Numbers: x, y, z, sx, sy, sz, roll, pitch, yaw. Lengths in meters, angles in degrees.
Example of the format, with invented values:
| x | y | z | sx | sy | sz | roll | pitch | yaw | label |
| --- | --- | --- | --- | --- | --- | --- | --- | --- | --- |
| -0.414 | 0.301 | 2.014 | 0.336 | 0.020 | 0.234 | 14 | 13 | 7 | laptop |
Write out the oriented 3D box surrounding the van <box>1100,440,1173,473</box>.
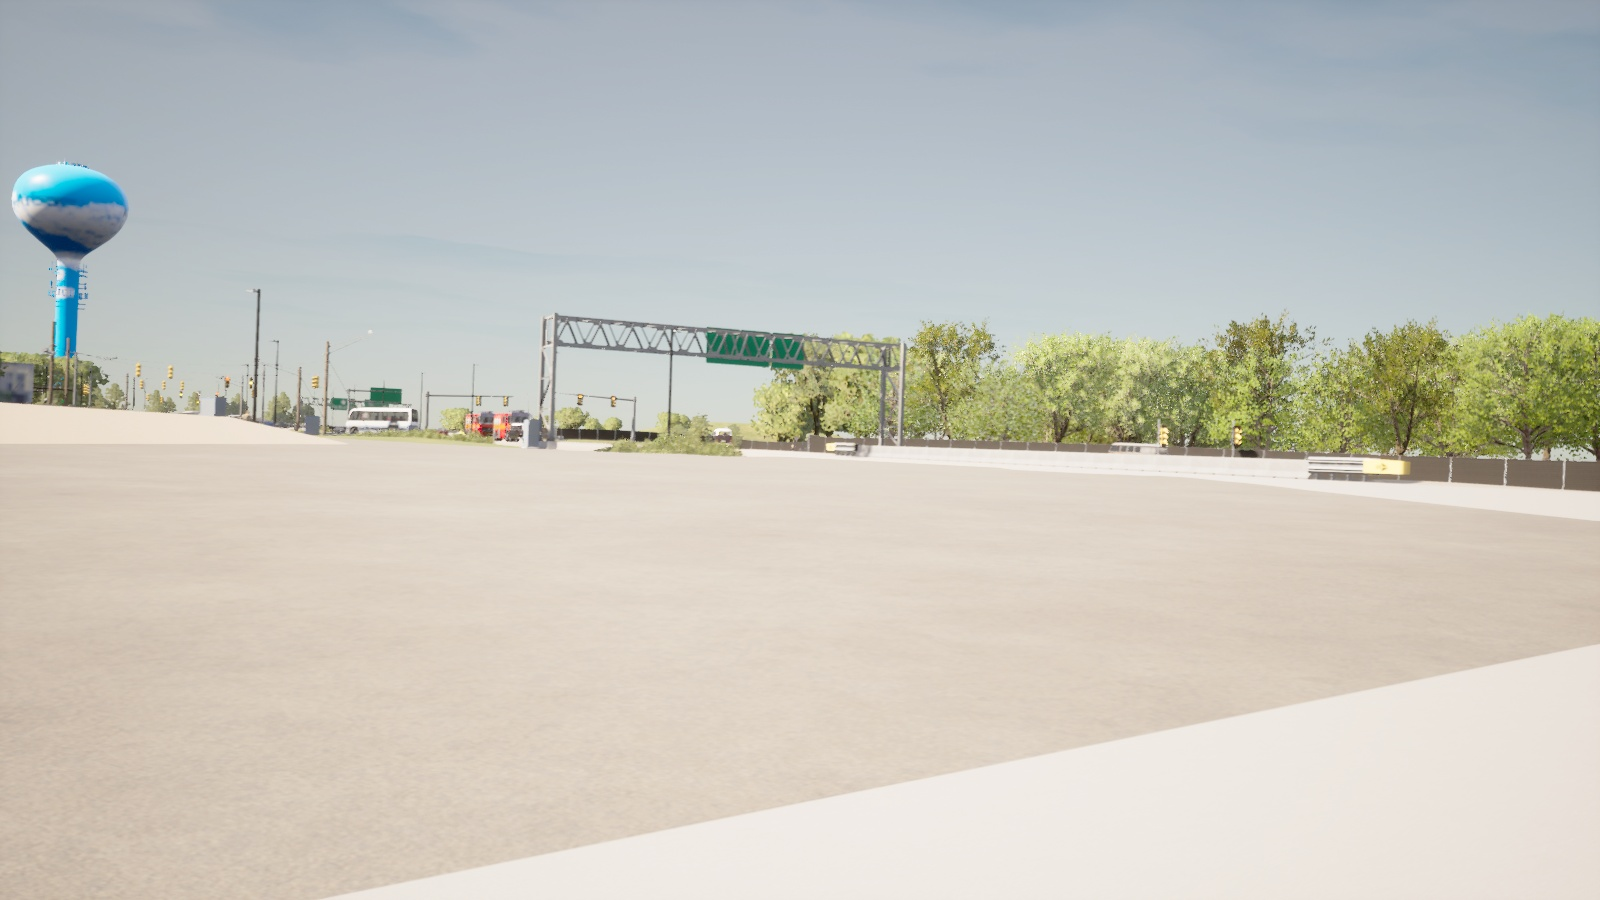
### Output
| x | y | z | sx | sy | sz | roll | pitch | yaw | label |
| --- | --- | --- | --- | --- | --- | --- | --- | --- | --- |
| 22.469 | 0.442 | 83.985 | 1.775 | 1.987 | 4.442 | 2 | 1 | -36 | van |
